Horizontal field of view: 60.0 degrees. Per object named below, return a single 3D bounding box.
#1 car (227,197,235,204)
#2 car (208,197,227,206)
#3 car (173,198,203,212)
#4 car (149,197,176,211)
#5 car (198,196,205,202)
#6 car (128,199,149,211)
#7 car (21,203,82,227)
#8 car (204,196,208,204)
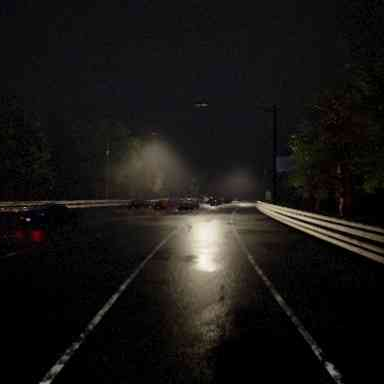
[{"bbox_3d":[8.832,2.234,82.611,1.882,1.535,5.008,0,-1,13],"label":"car"},{"bbox_3d":[5.098,1.906,66.938,2.097,1.767,4.553,0,-1,13],"label":"car"},{"bbox_3d":[-0.392,1.808,43.924,2.033,1.411,5.357,0,-1,13],"label":"car"},{"bbox_3d":[-3.759,1.777,44.818,1.812,1.442,4.674,0,-1,13],"label":"car"},{"bbox_3d":[2.975,2.011,88.226,2.150,2.045,5.566,0,-1,13],"label":"car"},{"bbox_3d":[-7.153,1.746,45.680,1.837,1.490,4.892,0,-1,13],"label":"car"},{"bbox_3d":[-9.186,1.487,22.061,1.812,1.442,4.674,0,-1,13],"label":"car"},{"bbox_3d":[4.969,2.221,81.490,1.837,1.490,4.892,0,-1,13],"label":"car"}]
